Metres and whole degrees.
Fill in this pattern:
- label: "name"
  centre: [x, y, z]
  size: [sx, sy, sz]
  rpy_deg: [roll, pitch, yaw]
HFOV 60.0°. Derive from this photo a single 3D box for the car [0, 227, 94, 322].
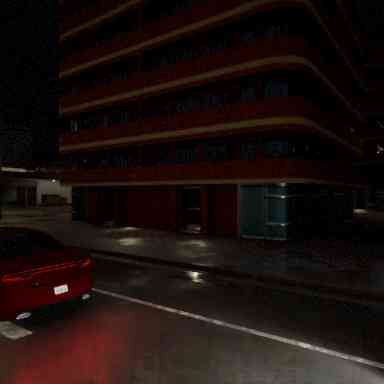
- label: "car"
  centre: [-4.207, 1.478, 6.996]
  size: [5.008, 1.535, 1.882]
  rpy_deg: [0, 0, 35]
